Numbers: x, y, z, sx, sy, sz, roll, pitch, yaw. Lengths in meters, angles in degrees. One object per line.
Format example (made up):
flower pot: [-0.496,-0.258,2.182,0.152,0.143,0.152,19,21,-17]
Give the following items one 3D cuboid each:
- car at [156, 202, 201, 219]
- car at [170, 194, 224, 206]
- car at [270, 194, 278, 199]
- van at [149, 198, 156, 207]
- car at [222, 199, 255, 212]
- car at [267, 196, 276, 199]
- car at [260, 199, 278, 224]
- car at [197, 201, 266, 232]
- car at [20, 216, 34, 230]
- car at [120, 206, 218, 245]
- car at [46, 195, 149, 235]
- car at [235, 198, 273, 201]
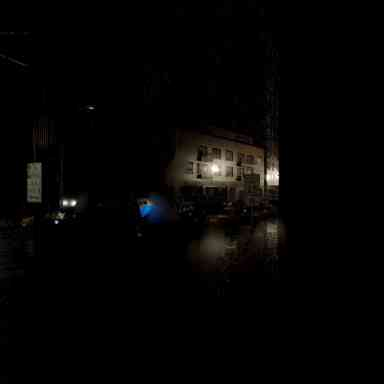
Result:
car: [-1.153,1.572,29.741,1.802,1.307,4.206,0,0,36]
car: [0.682,1.216,27.890,2.150,2.045,5.566,0,0,36]
car: [12.167,1.288,48.094,2.192,1.841,5.009,0,0,36]
van: [-4.483,1.331,25.151,1.690,1.788,3.998,0,0,36]
car: [5.507,1.549,38.917,1.947,1.339,4.313,0,0,36]
car: [8.836,1.544,43.506,1.947,1.339,4.313,0,0,36]
car: [5.855,1.531,24.883,1.752,1.417,4.829,0,0,36]
car: [2.526,1.531,20.294,1.752,1.417,4.829,0,0,36]
car: [-7.913,1.514,20.425,1.752,1.417,4.829,0,0,36]
car: [-0.903,1.556,15.570,2.008,1.369,4.403,0,0,36]
car: [-5.407,1.216,19.507,2.150,2.045,5.566,0,0,36]
car: [6.751,1.590,36.238,1.895,1.301,4.718,0,0,36]
